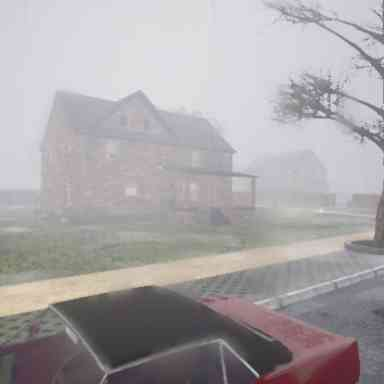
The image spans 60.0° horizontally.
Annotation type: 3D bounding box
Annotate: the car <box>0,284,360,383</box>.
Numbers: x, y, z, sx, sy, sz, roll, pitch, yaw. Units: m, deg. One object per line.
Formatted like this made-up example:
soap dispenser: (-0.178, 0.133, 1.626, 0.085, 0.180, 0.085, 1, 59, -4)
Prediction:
car: (-0.785, 1.602, 2.548, 4.718, 1.301, 1.895, 0, 0, -36)

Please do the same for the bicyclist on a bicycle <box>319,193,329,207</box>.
bicyclist on a bicycle: (15.554, 0.929, 39.097, 1.656, 1.620, 0.582, 1, 1, -30)
